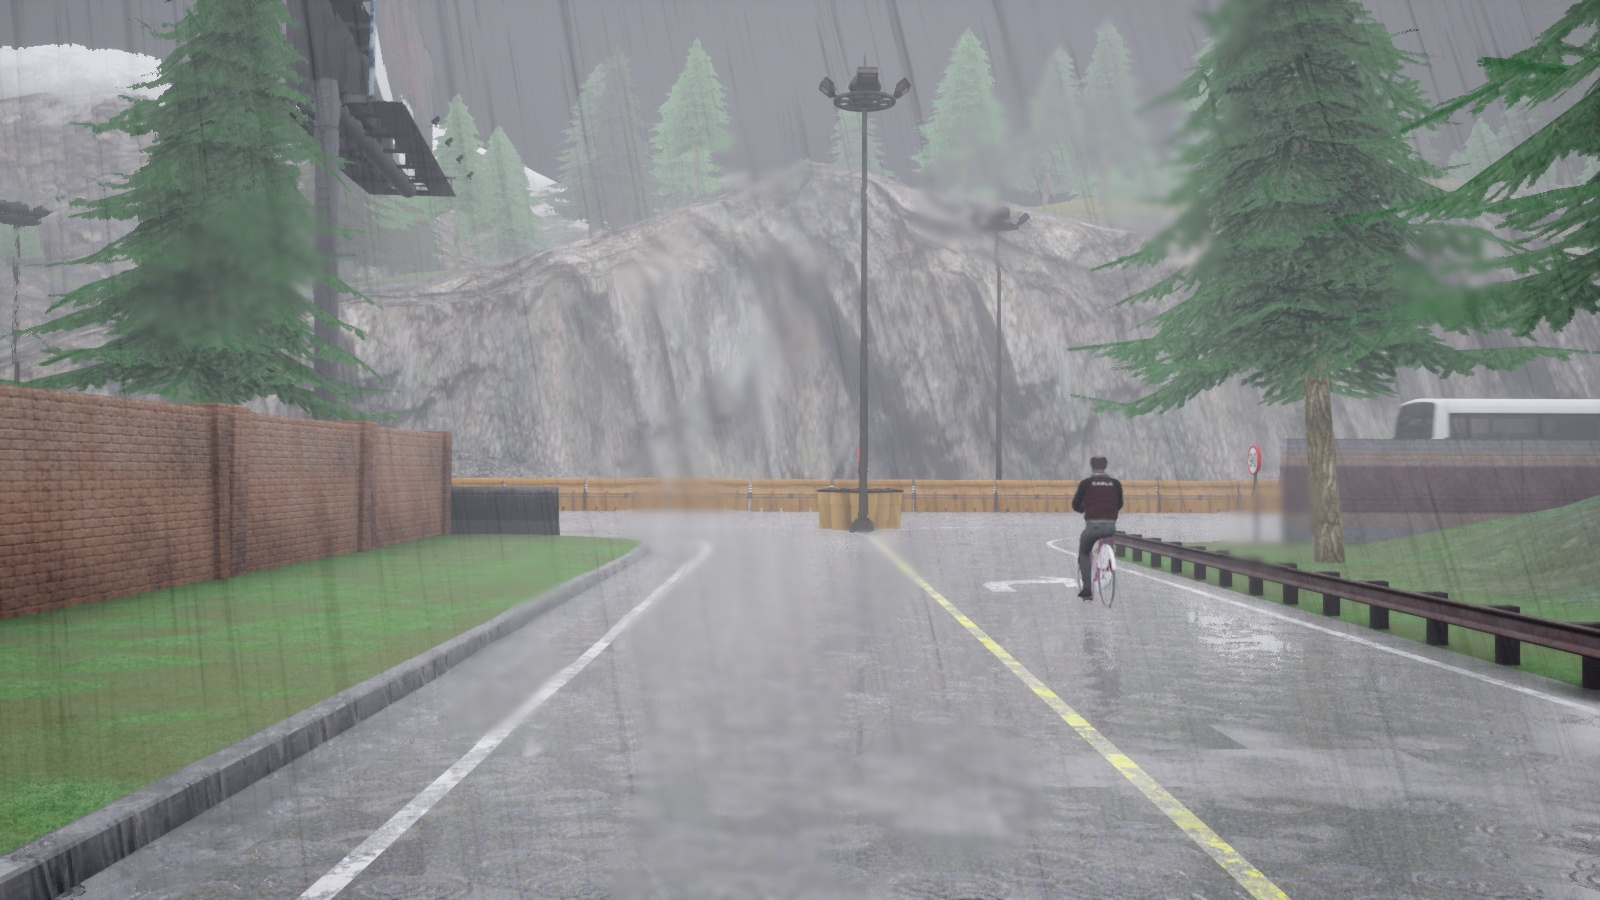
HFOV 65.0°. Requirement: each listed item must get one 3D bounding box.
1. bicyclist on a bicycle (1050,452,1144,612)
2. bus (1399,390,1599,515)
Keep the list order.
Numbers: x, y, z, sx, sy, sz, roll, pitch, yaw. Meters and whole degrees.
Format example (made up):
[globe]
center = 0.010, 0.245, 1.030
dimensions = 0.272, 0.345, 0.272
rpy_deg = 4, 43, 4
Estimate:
[bicyclist on a bicycle]
center = 3.480, 0.920, 14.876
dimensions = 0.659, 1.776, 1.843
rpy_deg = 0, -1, 0
[bus]
center = 27.500, 0.099, 44.868
dimensions = 10.273, 4.253, 3.944
rpy_deg = 0, -1, -1
